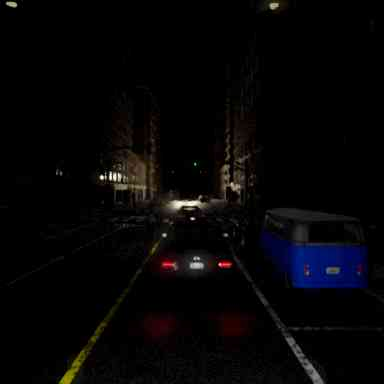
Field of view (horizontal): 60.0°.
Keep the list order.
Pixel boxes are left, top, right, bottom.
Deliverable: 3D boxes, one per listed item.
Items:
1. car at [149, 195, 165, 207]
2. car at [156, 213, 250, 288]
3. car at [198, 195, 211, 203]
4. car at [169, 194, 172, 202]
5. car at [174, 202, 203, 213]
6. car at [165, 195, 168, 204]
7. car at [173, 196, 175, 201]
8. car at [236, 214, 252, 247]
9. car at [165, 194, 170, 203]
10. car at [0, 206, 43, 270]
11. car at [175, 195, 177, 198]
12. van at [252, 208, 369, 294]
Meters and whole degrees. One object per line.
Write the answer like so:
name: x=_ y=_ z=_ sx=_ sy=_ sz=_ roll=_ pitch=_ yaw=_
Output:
car: x=-5.702 y=1.585 z=52.052 sx=1.752 sy=1.417 sz=4.829 roll=0 pitch=0 yaw=0
car: x=0.094 y=1.562 z=9.333 sx=2.033 sy=1.411 sz=5.357 roll=0 pitch=0 yaw=0
car: x=2.812 y=1.524 z=68.615 sx=1.967 sy=1.590 sz=4.097 roll=0 pitch=0 yaw=0
car: x=-5.712 y=1.629 z=68.574 sx=1.887 sy=1.381 sz=4.507 roll=0 pitch=0 yaw=0
car: x=-0.231 y=1.595 z=22.189 sx=1.994 sy=1.385 sz=4.181 roll=0 pitch=0 yaw=-8
car: x=-5.705 y=1.618 z=57.672 sx=2.008 sy=1.369 sz=4.403 roll=0 pitch=0 yaw=0
car: x=-5.719 y=1.656 z=79.475 sx=2.008 sy=1.369 sz=4.403 roll=0 pitch=0 yaw=0
car: x=2.847 y=1.587 z=14.238 sx=1.947 sy=1.339 sz=4.313 roll=0 pitch=0 yaw=0
car: x=-5.709 y=1.620 z=63.123 sx=1.887 sy=1.381 sz=4.507 roll=0 pitch=0 yaw=0
car: x=-5.675 y=1.329 z=8.533 sx=2.192 sy=1.841 sz=5.009 roll=0 pitch=0 yaw=0
car: x=-5.723 y=1.431 z=84.927 sx=2.192 sy=1.841 sz=5.009 roll=0 pitch=0 yaw=0
van: x=2.850 y=1.355 z=8.578 sx=1.690 sy=1.788 sz=3.998 roll=0 pitch=0 yaw=0
